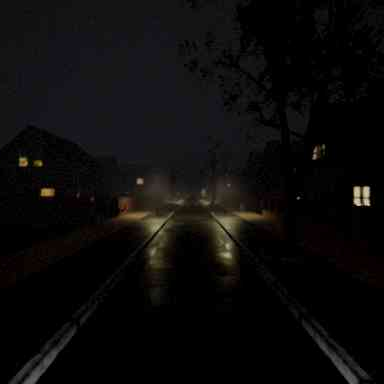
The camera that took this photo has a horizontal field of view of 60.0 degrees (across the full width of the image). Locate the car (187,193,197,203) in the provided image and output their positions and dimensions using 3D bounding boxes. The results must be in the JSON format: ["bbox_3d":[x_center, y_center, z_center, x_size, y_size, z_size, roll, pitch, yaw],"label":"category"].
[{"bbox_3d":[0.023,1.425,64.854,1.882,1.535,5.008,0,0,0],"label":"car"}]
